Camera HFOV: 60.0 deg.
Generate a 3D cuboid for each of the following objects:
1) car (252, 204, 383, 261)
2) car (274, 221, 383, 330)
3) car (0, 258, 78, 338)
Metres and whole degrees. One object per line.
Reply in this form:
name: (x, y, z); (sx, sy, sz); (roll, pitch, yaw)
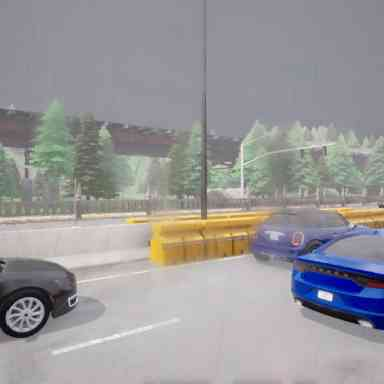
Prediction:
car: (4.147, 1.352, 11.008); (4.553, 1.767, 2.097); (0, 0, -36)
car: (4.108, 1.478, 6.681); (5.008, 1.535, 1.882); (0, 0, -36)
car: (-4.273, 1.505, 4.998); (4.892, 1.490, 1.837); (0, 0, -35)
